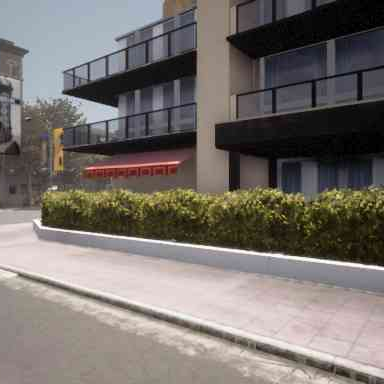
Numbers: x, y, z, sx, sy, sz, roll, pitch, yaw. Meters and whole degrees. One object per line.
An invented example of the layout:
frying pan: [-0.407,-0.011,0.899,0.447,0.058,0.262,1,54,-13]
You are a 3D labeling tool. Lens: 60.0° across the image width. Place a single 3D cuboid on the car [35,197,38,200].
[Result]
car: [-34.518,1.481,68.376,4.892,1.521,2.231,0,0,37]
